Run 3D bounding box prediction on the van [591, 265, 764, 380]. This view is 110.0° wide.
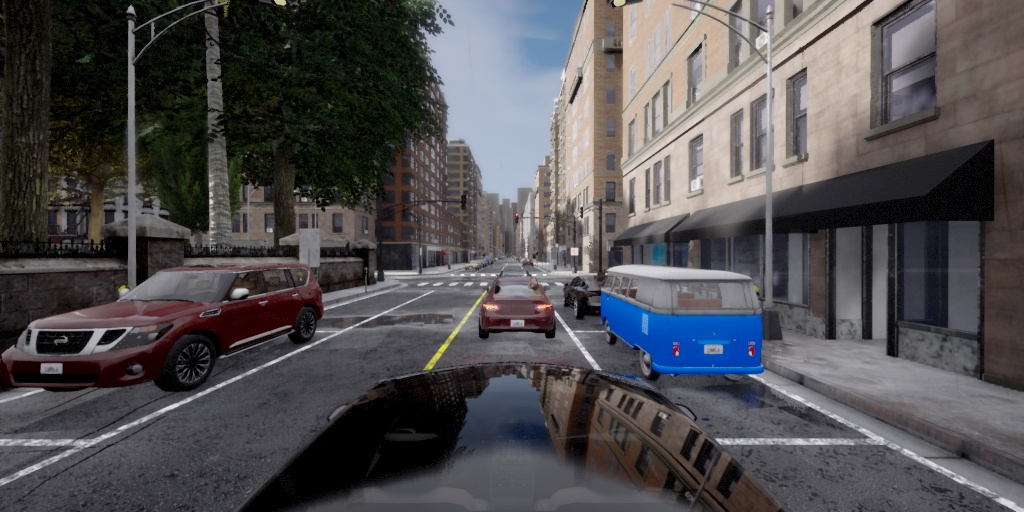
[{"bbox_3d":[2.868,1.090,6.944,1.690,1.789,3.998,0,0,0],"label":"van"}]

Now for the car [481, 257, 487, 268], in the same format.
[{"bbox_3d":[-5.545,1.271,56.062,2.007,1.370,4.403,0,0,0],"label":"car"}]

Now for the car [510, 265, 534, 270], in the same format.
[{"bbox_3d":[0.114,1.345,18.807,1.895,1.301,4.718,0,0,-1],"label":"car"}]

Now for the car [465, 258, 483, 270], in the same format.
[{"bbox_3d":[-5.558,1.248,50.442,1.751,1.417,4.829,0,0,0],"label":"car"}]

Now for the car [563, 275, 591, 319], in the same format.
[{"bbox_3d":[2.881,1.313,12.604,1.948,1.339,4.313,0,0,0],"label":"car"}]

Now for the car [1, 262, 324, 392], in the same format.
[{"bbox_3d":[-5.657,1.064,6.923,2.192,1.841,5.009,0,0,0],"label":"car"}]

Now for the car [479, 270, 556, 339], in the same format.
[{"bbox_3d":[0.124,1.274,9.985,1.812,1.442,4.674,0,0,0],"label":"car"}]

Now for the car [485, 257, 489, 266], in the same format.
[{"bbox_3d":[-5.533,1.265,61.513,1.888,1.381,4.507,0,0,0],"label":"car"}]
